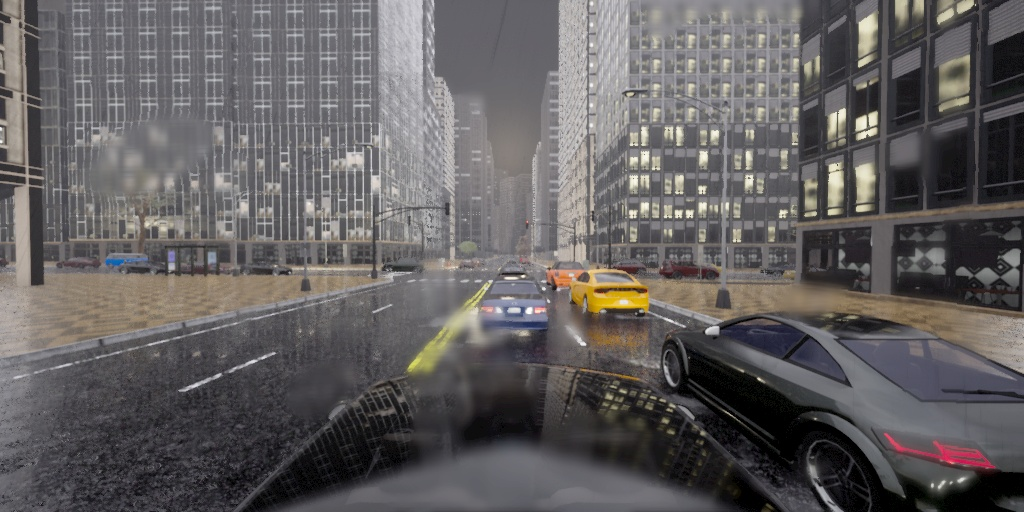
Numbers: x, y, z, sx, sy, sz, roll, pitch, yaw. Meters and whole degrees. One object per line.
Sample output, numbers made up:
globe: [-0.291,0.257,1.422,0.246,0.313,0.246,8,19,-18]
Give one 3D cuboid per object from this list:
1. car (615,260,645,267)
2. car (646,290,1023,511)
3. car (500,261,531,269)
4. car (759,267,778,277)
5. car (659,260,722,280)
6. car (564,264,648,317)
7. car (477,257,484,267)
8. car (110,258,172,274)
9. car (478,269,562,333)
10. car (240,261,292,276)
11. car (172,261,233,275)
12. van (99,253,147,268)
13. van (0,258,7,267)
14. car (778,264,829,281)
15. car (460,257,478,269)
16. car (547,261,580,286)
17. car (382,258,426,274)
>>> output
car: [11.974,1.166,38.688,4.553,1.767,2.097,1,1,1]
car: [3.339,1.313,4.057,1.994,1.385,4.181,0,0,0]
car: [0.059,1.227,20.488,2.128,1.511,4.902,0,0,0]
car: [29.333,1.566,38.429,4.718,1.301,1.895,1,1,1]
car: [16.126,1.260,32.853,5.009,1.841,2.192,0,0,1]
car: [3.325,1.220,13.142,1.882,1.535,5.008,0,0,0]
car: [-6.697,1.037,64.259,2.097,1.767,4.553,0,0,0]
car: [-34.166,1.060,33.577,4.313,1.339,1.948,0,0,1]
car: [0.080,1.291,10.735,2.033,1.411,5.357,0,0,1]
car: [-22.800,1.165,33.296,4.313,1.339,1.948,0,0,1]
car: [-28.484,1.129,33.417,4.207,1.307,1.802,0,0,1]
van: [-45.376,0.594,42.213,3.998,1.789,1.690,0,0,1]
van: [-51.211,0.678,33.939,3.998,1.789,1.690,0,0,1]
car: [27.575,1.570,32.681,4.829,1.417,1.751,0,0,1]
car: [-6.706,1.264,54.258,1.994,1.385,4.181,0,0,0]
car: [3.305,1.086,22.147,2.097,1.767,4.553,0,0,0]
car: [-11.736,0.954,39.007,4.553,1.767,2.097,1,1,1]
